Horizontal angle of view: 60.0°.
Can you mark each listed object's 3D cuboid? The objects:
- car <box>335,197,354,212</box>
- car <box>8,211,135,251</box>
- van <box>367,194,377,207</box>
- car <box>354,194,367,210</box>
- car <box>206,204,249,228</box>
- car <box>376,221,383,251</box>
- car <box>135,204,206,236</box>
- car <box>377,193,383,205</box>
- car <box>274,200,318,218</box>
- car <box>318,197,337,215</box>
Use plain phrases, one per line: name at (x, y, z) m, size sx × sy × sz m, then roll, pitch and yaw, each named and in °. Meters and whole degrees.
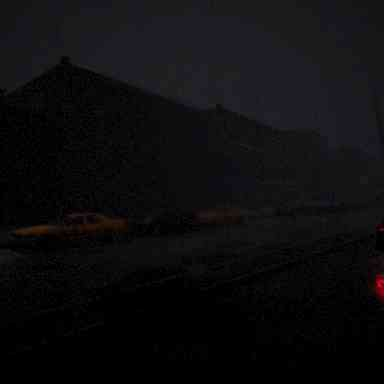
car at (17.162, 1.417, 39.876) m, size 2.185 × 1.767 × 4.553 m, roll -1°, pitch -1°, yaw 43°
car at (-5.561, 1.681, 15.611) m, size 1.946 × 1.575 × 5.366 m, roll -1°, pitch -1°, yaw 43°
van at (24.614, 1.270, 47.834) m, size 1.878 × 1.987 × 4.442 m, roll -1°, pitch -1°, yaw 43°
car at (20.939, 1.393, 43.908) m, size 2.185 × 1.767 × 4.553 m, roll -1°, pitch -1°, yaw 43°
car at (1.995, 1.634, 23.677) m, size 1.946 × 1.575 × 5.366 m, roll -1°, pitch -1°, yaw 43°
car at (8.767, 1.490, 13.127) m, size 1.837 × 1.490 × 4.892 m, roll -1°, pitch -1°, yaw 44°
car at (-1.639, 1.534, 19.805) m, size 2.185 × 1.767 × 4.553 m, roll -1°, pitch -1°, yaw 43°
car at (32.314, 1.197, 56.054) m, size 2.435 × 2.045 × 5.566 m, roll -1°, pitch -1°, yaw 43°
car at (9.679, 1.590, 31.882) m, size 2.231 × 1.521 × 4.892 m, roll -1°, pitch -1°, yaw 43°
car at (13.453, 1.606, 35.912) m, size 2.002 × 1.452 × 4.674 m, roll -1°, pitch -1°, yaw 43°
